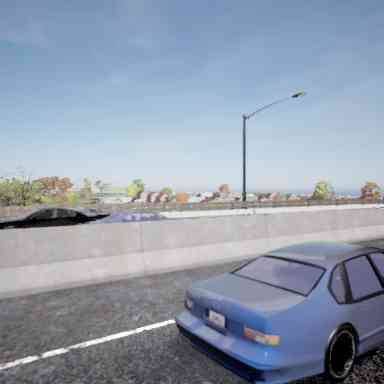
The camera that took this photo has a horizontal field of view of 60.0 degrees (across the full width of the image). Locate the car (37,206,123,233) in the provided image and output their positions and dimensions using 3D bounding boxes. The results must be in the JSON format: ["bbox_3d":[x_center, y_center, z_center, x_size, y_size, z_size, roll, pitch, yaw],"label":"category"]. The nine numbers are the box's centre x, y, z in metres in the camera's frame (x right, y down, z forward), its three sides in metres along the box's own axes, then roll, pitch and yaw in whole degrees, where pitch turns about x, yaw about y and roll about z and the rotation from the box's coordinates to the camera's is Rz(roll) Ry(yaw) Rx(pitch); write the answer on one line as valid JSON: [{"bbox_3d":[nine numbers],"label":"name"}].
[{"bbox_3d":[-6.865,1.596,20.564,4.718,1.301,1.895,0,0,-35],"label":"car"}]

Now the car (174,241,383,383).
[{"bbox_3d":[2.345,1.547,5.401,5.357,1.411,2.033,0,0,-35],"label":"car"}]

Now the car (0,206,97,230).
[{"bbox_3d":[-7.099,1.473,16.108,5.008,1.535,1.882,0,0,-35],"label":"car"}]

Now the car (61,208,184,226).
[{"bbox_3d":[-2.713,1.545,14.930,5.357,1.411,2.033,0,0,-35],"label":"car"}]
